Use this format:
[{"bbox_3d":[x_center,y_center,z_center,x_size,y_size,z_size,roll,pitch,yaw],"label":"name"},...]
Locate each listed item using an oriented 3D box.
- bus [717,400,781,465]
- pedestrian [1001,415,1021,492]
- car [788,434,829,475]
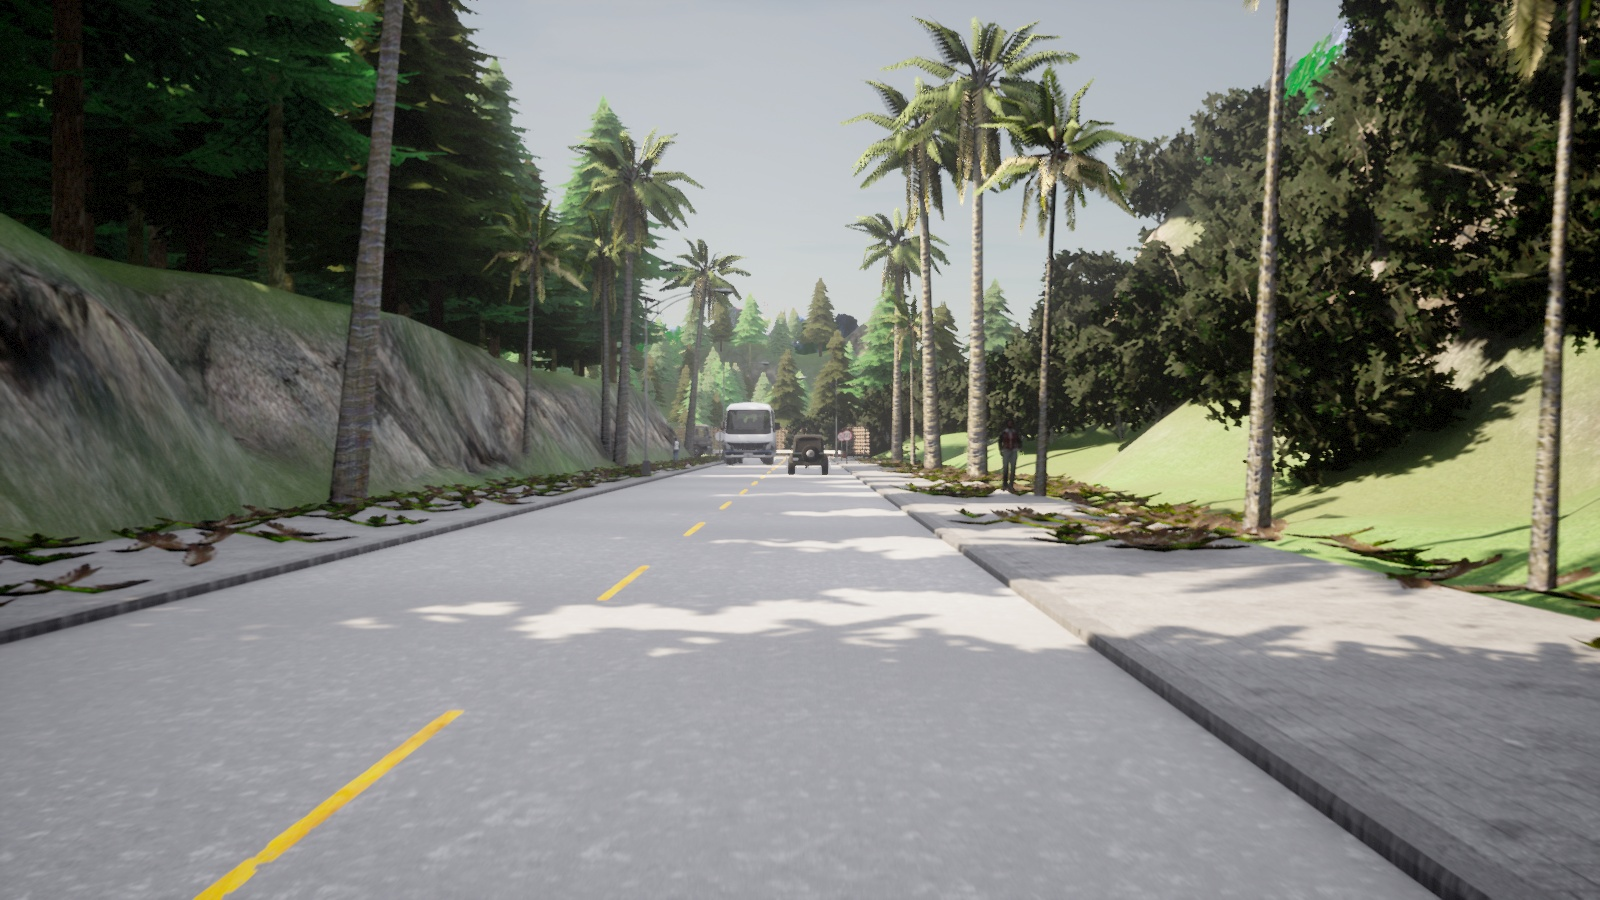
[{"bbox_3d":[-3.400,-1.124,87.232,3.944,4.253,10.273,0,0,0],"label":"bus"},{"bbox_3d":[5.318,0.094,31.721,0.402,1.930,0.666,0,0,1],"label":"pedestrian"},{"bbox_3d":[0.401,0.203,60.314,1.905,1.878,3.866,0,0,0],"label":"car"}]
